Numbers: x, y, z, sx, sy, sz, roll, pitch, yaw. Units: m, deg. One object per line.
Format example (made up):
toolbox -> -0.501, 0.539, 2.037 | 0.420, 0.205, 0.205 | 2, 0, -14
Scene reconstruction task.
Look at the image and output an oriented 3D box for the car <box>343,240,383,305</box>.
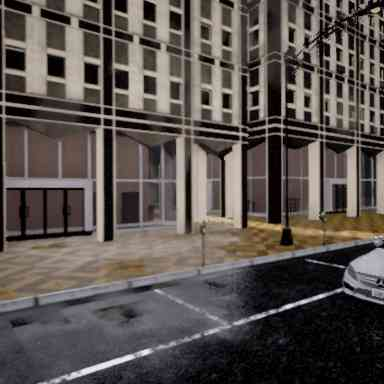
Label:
car -> 5.139, 1.478, 7.062 | 4.674, 1.442, 1.812 | 0, 0, -35
